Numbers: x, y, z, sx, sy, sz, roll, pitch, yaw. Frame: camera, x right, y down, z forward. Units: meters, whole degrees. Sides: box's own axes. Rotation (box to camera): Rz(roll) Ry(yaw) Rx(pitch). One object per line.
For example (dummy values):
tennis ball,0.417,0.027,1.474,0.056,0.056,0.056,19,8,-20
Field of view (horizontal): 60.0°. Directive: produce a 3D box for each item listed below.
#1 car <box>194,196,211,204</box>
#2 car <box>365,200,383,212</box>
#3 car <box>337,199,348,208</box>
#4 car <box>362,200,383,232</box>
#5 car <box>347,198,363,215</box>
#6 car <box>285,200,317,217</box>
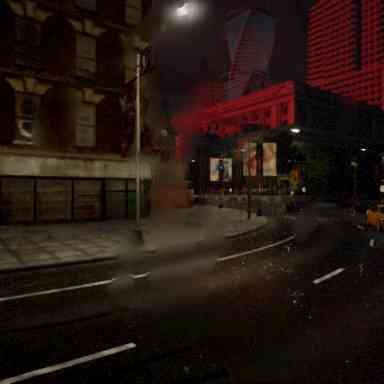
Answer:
car,1.780,1.577,64.585,2.128,1.511,4.902,0,0,-35
car,23.697,1.686,41.027,1.895,1.301,4.718,0,0,-6
car,22.391,1.615,46.607,2.002,1.452,4.674,0,0,-16
car,12.072,1.523,20.318,1.882,1.535,5.008,0,0,17
car,17.595,1.575,32.796,1.837,1.490,4.892,1,0,0
car,10.474,1.561,32.223,1.837,1.490,4.892,1,0,-1
